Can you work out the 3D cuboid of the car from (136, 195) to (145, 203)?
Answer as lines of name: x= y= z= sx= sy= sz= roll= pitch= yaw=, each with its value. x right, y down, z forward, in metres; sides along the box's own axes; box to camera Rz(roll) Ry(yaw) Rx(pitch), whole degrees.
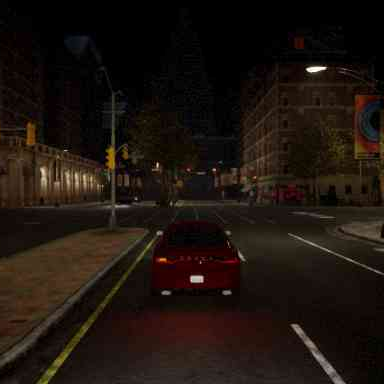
car: x=-11.738 y=1.539 z=68.836 sx=2.033 sy=1.411 sz=5.357 roll=0 pitch=0 yaw=0

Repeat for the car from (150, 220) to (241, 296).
car: x=0.053 y=1.478 z=8.691 sx=1.882 sy=1.535 sz=5.008 roll=0 pitch=0 yaw=-1

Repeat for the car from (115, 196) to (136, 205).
car: x=-11.760 y=1.600 z=58.763 sx=1.895 sy=1.301 sz=4.718 roll=0 pitch=0 yaw=0

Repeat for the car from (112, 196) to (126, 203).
car: x=-14.987 y=1.594 z=68.891 sx=1.895 sy=1.301 sz=4.718 roll=0 pitch=0 yaw=0

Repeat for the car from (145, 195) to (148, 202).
car: x=-11.774 y=1.477 z=79.316 sx=1.882 sy=1.535 sz=5.008 roll=0 pitch=0 yaw=0
